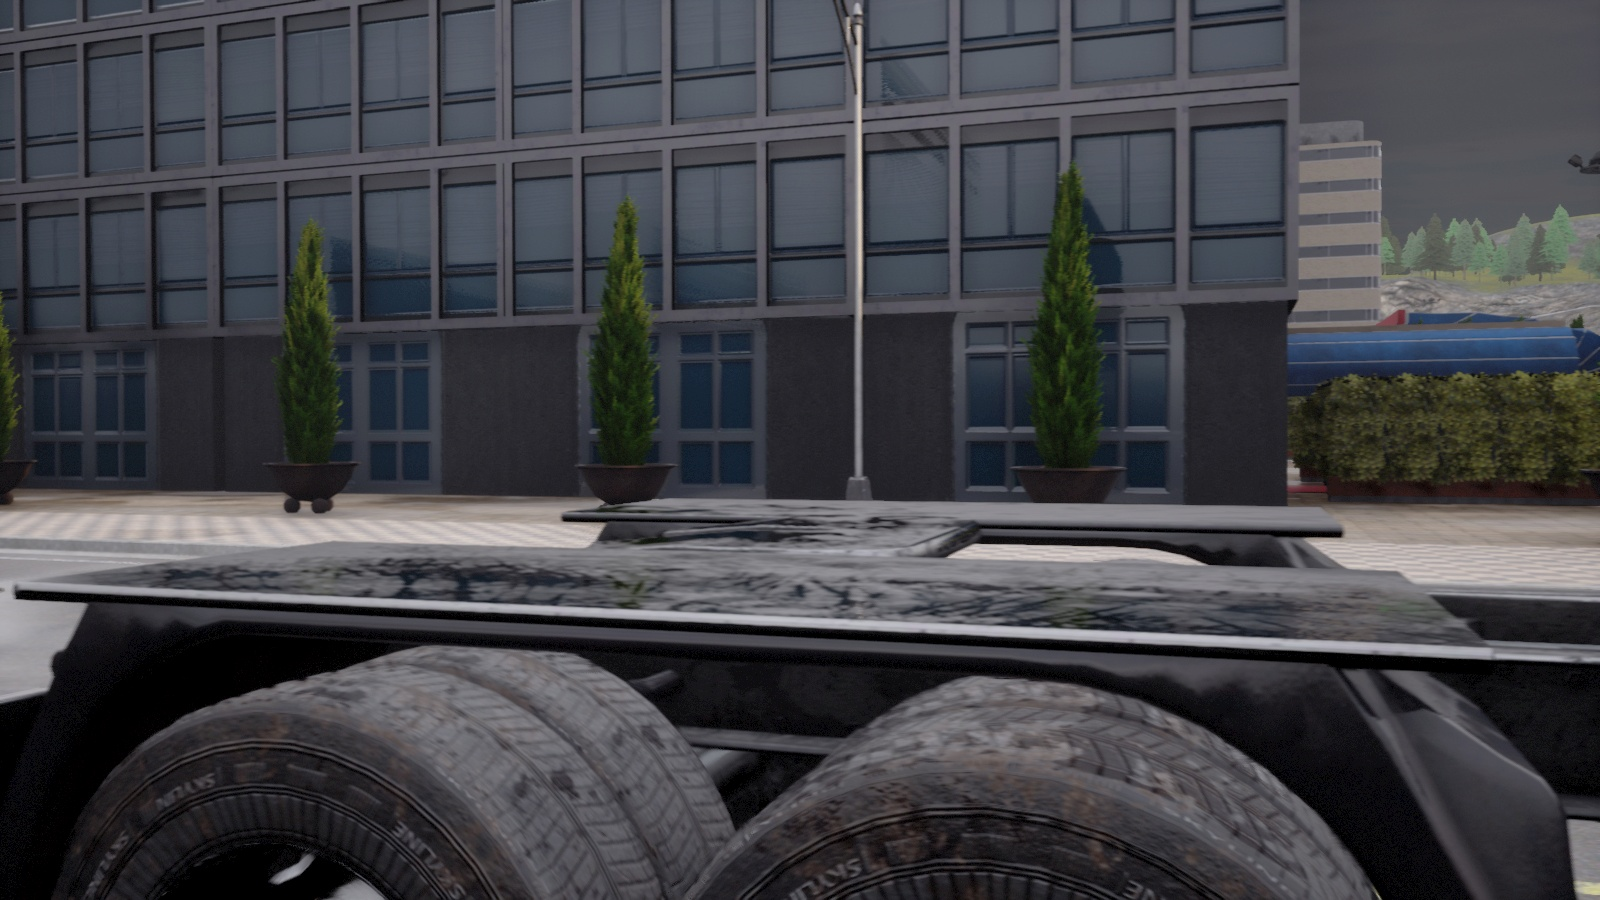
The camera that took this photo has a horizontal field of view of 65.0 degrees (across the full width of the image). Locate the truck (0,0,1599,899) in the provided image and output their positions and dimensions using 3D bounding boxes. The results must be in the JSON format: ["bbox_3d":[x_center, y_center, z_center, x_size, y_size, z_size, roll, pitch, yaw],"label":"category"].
[{"bbox_3d":[2.146,-0.186,2.457,7.936,3.462,2.891,0,1,19],"label":"truck"}]
